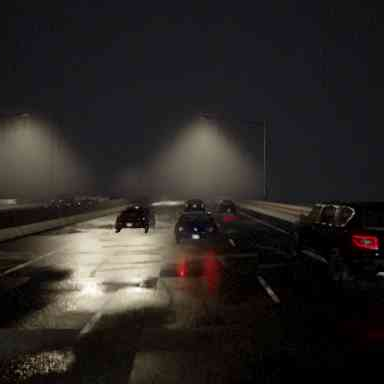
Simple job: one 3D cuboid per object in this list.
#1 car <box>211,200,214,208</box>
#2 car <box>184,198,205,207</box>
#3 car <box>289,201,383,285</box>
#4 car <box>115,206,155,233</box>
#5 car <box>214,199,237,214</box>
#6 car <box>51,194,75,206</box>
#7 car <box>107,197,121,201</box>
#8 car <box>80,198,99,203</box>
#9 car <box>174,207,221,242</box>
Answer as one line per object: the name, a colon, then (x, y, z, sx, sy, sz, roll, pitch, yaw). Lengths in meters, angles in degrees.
car: (3.745, 1.655, 47.022, 2.033, 1.411, 5.357, 0, 0, 1)
car: (0.272, 1.426, 34.291, 2.097, 1.767, 4.553, 0, 0, 0)
car: (4.593, 1.253, 9.729, 2.150, 2.045, 5.566, 0, 0, 0)
car: (-3.305, 1.563, 19.907, 1.812, 1.442, 4.674, 0, 0, 0)
car: (3.758, 1.590, 36.269, 1.837, 1.490, 4.892, 0, 0, 1)
car: (-20.771, 1.292, 53.923, 2.150, 2.045, 5.566, 0, 0, 1)
car: (-13.735, 1.601, 59.018, 1.837, 1.490, 4.892, 0, 0, 1)
car: (-17.253, 1.684, 55.876, 1.895, 1.301, 4.718, 0, 0, 1)
car: (0.178, 1.637, 16.473, 1.895, 1.301, 4.718, 0, 0, 0)
